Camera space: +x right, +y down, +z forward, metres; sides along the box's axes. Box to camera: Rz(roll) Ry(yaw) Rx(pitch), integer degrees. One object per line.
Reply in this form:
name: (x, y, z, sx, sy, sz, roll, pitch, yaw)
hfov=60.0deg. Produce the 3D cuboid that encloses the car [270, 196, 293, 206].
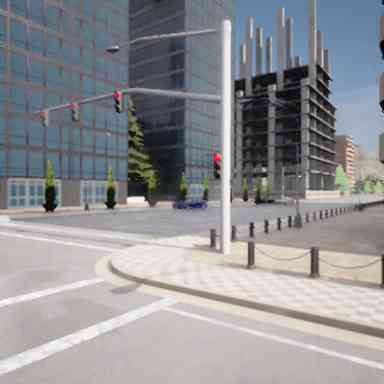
car: (14.556, 1.416, 52.637, 1.812, 1.442, 4.674, 0, 0, 36)

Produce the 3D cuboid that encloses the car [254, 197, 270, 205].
car: (12.065, 1.482, 55.156, 1.895, 1.301, 4.718, 0, 0, 36)

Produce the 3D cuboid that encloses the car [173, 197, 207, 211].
car: (-0.195, 1.349, 38.164, 1.882, 1.535, 5.008, 0, 0, 36)
